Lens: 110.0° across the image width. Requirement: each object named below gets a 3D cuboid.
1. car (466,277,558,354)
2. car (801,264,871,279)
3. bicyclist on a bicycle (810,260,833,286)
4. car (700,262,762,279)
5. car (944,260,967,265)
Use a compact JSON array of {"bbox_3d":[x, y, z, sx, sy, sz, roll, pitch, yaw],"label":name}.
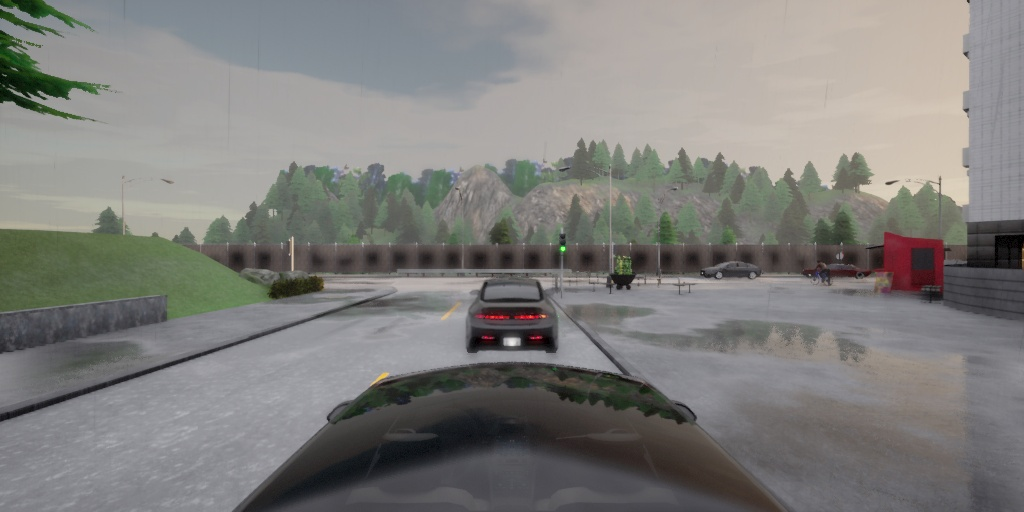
[{"bbox_3d":[0.000,1.256,8.754,1.837,1.490,4.892,0,0,0],"label":"car"},{"bbox_3d":[28.311,1.351,31.440,4.718,1.301,1.895,0,0,0],"label":"car"},{"bbox_3d":[19.811,1.099,22.970,0.582,1.620,1.656,0,0,-1],"label":"bicyclist on a bicycle"},{"bbox_3d":[19.055,1.255,31.363,4.892,1.490,1.837,0,0,-1],"label":"car"},{"bbox_3d":[38.601,1.102,31.513,4.553,1.767,2.097,0,0,0],"label":"car"}]
